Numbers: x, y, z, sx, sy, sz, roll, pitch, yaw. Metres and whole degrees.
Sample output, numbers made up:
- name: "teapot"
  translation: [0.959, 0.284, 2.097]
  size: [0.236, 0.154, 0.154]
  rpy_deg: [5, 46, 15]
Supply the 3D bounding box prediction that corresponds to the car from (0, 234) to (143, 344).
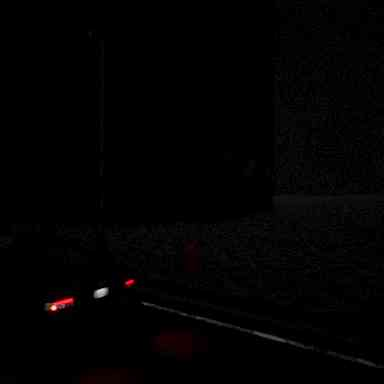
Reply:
- name: "car"
  translation: [-3.390, 1.542, 6.394]
  size: [5.357, 1.411, 2.033]
  rpy_deg: [0, 0, 36]
